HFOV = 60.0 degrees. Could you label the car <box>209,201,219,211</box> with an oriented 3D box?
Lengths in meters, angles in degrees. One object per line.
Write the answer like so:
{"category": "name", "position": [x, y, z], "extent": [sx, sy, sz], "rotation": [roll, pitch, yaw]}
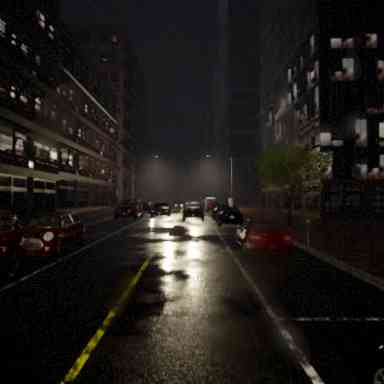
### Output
{"category": "car", "position": [2.699, 1.772, 30.101], "extent": [1.947, 1.339, 4.313], "rotation": [1, 0, 0]}

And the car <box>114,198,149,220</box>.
{"category": "car", "position": [-5.643, 1.522, 30.234], "extent": [2.192, 1.841, 5.009], "rotation": [1, 0, 0]}

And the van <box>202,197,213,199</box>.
{"category": "van", "position": [2.718, 1.658, 47.195], "extent": [1.690, 1.788, 3.998], "rotation": [1, 0, 0]}

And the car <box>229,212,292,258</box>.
{"category": "car", "position": [2.684, 1.674, 13.006], "extent": [1.802, 1.307, 4.206], "rotation": [1, 0, 0]}

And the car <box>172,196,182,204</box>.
{"category": "car", "position": [-2.935, 1.962, 74.793], "extent": [1.994, 1.385, 4.181], "rotation": [0, 0, 0]}

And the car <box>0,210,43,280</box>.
{"category": "car", "position": [-5.663, 1.368, 7.440], "extent": [2.192, 1.841, 5.009], "rotation": [1, 0, 0]}

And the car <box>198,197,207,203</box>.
{"category": "car", "position": [2.748, 2.124, 87.077], "extent": [2.008, 1.369, 4.403], "rotation": [1, 0, 0]}

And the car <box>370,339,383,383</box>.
{"category": "car", "position": [2.683, 1.579, 1.611], "extent": [1.947, 1.339, 4.313], "rotation": [1, 0, 0]}

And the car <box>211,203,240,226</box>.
{"category": "car", "position": [2.694, 1.734, 24.402], "extent": [1.947, 1.339, 4.313], "rotation": [1, 0, 0]}

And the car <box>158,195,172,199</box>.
{"category": "car", "position": [-5.613, 1.743, 64.421], "extent": [2.192, 1.841, 5.009], "rotation": [1, 0, 0]}

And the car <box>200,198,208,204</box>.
{"category": "car", "position": [2.739, 2.027, 75.852], "extent": [1.752, 1.417, 4.829], "rotation": [1, 0, 0]}

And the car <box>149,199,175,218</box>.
{"category": "car", "position": [-3.067, 1.731, 33.320], "extent": [1.837, 1.490, 4.892], "rotation": [0, 0, 0]}

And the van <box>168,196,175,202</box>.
{"category": "van", "position": [-5.589, 1.952, 92.909], "extent": [1.690, 1.788, 3.998], "rotation": [1, 0, 0]}

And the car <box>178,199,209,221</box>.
{"category": "car", "position": [0.119, 1.693, 29.435], "extent": [2.128, 1.511, 4.902], "rotation": [0, 0, 0]}

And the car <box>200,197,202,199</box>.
{"category": "car", "position": [2.731, 1.867, 64.287], "extent": [1.967, 1.590, 4.097], "rotation": [1, 0, 0]}

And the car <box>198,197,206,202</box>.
{"category": "car", "position": [2.753, 2.155, 92.775], "extent": [1.887, 1.381, 4.507], "rotation": [1, 0, 0]}

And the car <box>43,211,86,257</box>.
{"category": "car", "position": [-5.661, 1.533, 13.139], "extent": [1.967, 1.590, 4.097], "rotation": [1, 0, 0]}

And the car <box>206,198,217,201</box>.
{"category": "car", "position": [2.709, 1.824, 41.496], "extent": [1.887, 1.381, 4.507], "rotation": [1, 0, 0]}
